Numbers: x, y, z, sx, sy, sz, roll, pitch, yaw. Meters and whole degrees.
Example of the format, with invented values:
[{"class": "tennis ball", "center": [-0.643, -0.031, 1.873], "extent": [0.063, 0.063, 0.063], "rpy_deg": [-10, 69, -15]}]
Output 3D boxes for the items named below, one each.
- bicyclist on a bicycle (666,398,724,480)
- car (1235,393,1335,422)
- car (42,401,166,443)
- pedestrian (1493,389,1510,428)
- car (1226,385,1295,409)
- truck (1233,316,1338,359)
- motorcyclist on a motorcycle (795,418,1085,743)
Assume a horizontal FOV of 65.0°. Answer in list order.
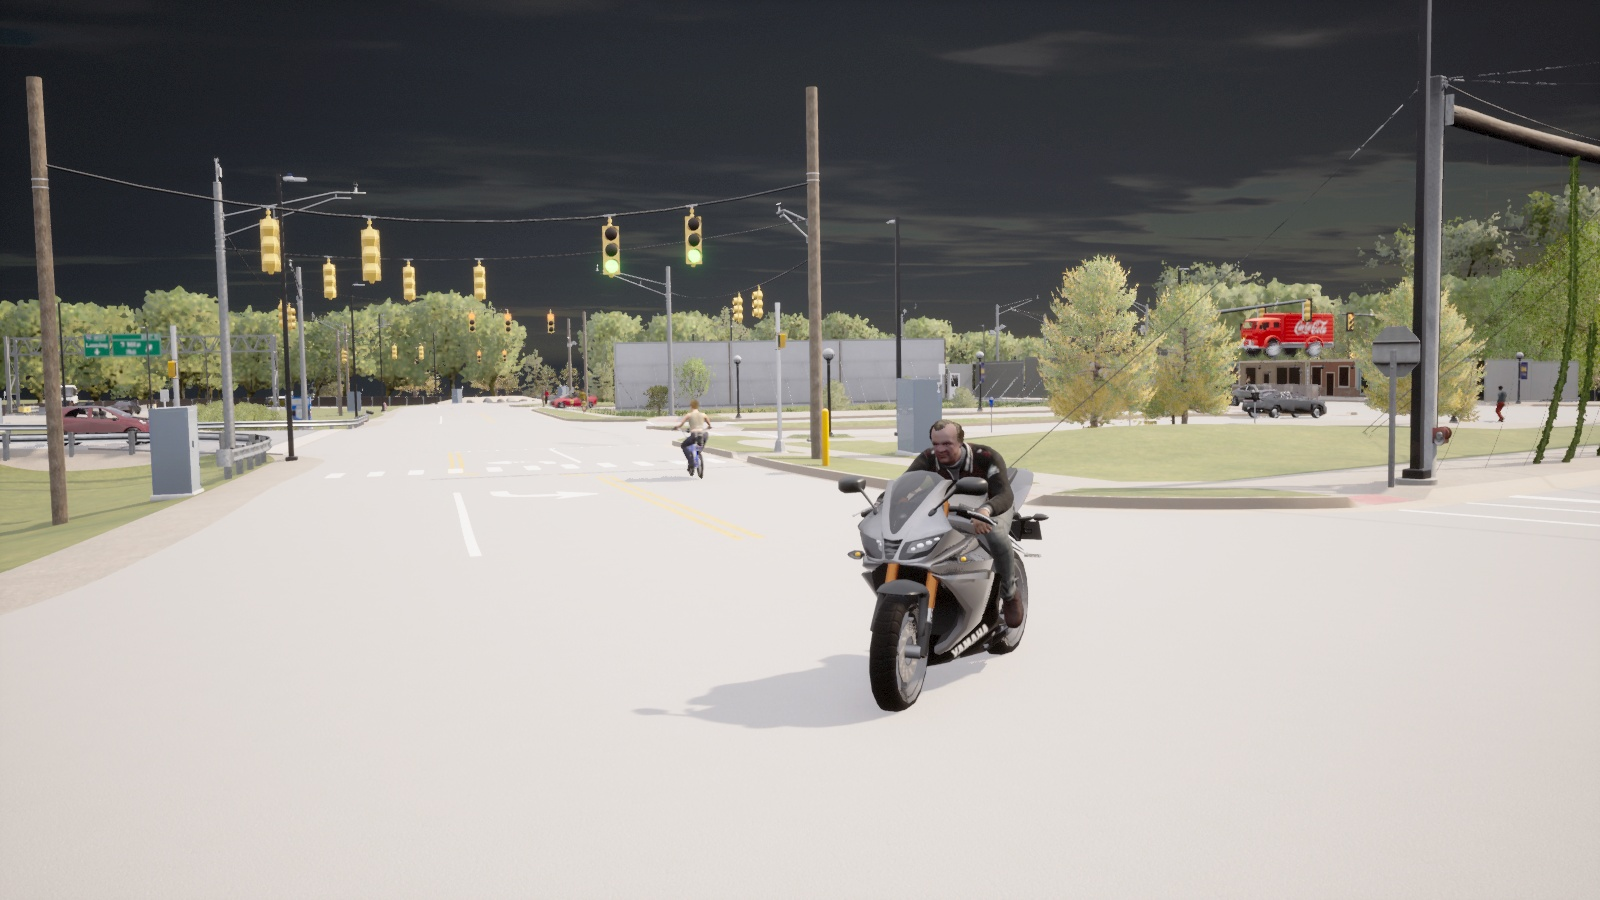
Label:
[{"class": "bicyclist on a bicycle", "center": [-2.170, -0.245, 25.878], "extent": [0.866, 1.612, 1.509], "rpy_deg": [-2, 2, -16]}, {"class": "car", "center": [26.530, -2.331, 68.685], "extent": [4.902, 1.511, 2.128], "rpy_deg": [-1, 3, -20]}, {"class": "car", "center": [-26.086, -1.087, 47.179], "extent": [3.633, 1.501, 1.845], "rpy_deg": [-1, 3, -11]}, {"class": "pedestrian", "center": [34.170, -2.019, 61.167], "extent": [0.353, 1.847, 0.614], "rpy_deg": [-2, 5, -24]}, {"class": "car", "center": [33.309, -3.852, 91.037], "extent": [2.152, 1.651, 5.027], "rpy_deg": [-2, 4, -15]}, {"class": "truck", "center": [28.989, -6.727, 75.113], "extent": [5.204, 2.467, 2.627], "rpy_deg": [-1, 6, -15]}, {"class": "motorcyclist on a motorcycle", "center": [0.894, 0.607, 7.232], "extent": [0.866, 1.530, 2.191], "rpy_deg": [0, 3, 29]}]
